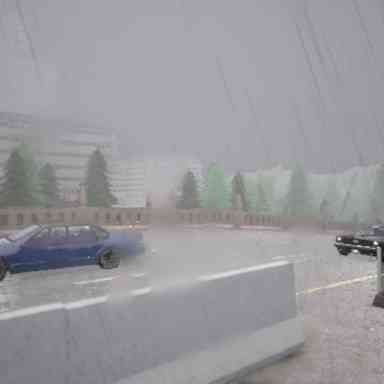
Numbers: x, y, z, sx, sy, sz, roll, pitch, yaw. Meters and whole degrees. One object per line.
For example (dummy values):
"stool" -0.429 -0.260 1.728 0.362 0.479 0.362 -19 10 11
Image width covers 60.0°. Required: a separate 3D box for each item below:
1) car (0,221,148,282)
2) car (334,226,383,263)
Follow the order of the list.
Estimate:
"car" -3.989 1.575 9.746 5.357 1.411 2.033 1 -1 -36
"car" 8.081 2.104 14.060 4.718 1.301 1.895 4 -3 -35
